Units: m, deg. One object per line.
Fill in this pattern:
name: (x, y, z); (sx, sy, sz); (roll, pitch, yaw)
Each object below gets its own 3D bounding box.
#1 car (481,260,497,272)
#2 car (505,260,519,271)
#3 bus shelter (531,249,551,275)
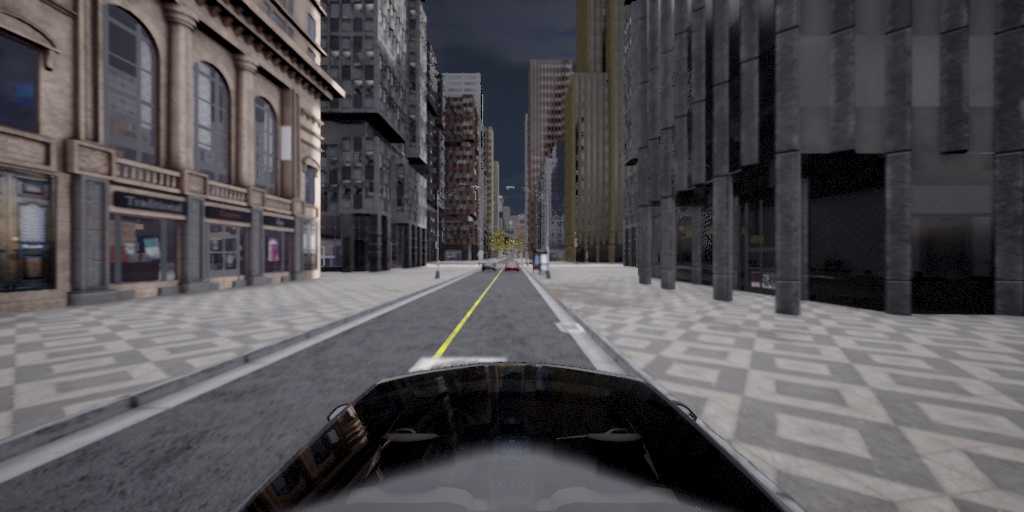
car: (-3.078, 1.324, 48.344); (1.837, 1.490, 4.892); (0, -1, 0)
car: (0.023, 1.389, 49.525); (1.994, 1.385, 4.181); (0, 0, 0)
bus shelter: (3.129, 0.680, 37.763); (1.920, 2.740, 3.880); (0, 0, 0)
